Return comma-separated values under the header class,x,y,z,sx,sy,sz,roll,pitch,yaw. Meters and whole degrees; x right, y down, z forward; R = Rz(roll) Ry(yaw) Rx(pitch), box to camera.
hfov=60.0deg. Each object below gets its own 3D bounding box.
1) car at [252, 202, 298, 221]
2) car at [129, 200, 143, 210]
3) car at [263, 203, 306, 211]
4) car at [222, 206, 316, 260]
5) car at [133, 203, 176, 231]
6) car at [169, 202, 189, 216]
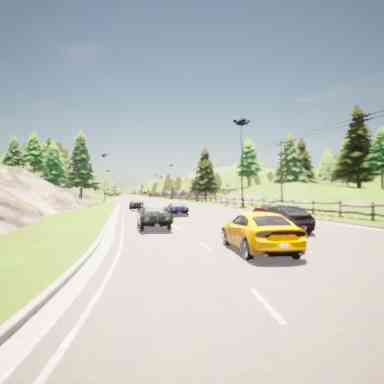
class,x,y,z,sx,sy,sz,roll,pitch,yaw
car,6.797,1.606,27.947,1.895,1.301,4.718,-1,0,-11
car,-7.607,1.732,45.514,1.895,1.301,4.718,-1,0,-12
car,5.048,1.504,18.695,1.837,1.490,4.892,0,0,-10
car,2.481,1.487,12.567,1.882,1.535,5.008,0,0,-8
car,-2.503,1.604,21.208,1.895,1.301,4.718,-1,0,-13
car,-1.635,1.720,34.290,1.895,1.301,4.718,-1,0,-12
